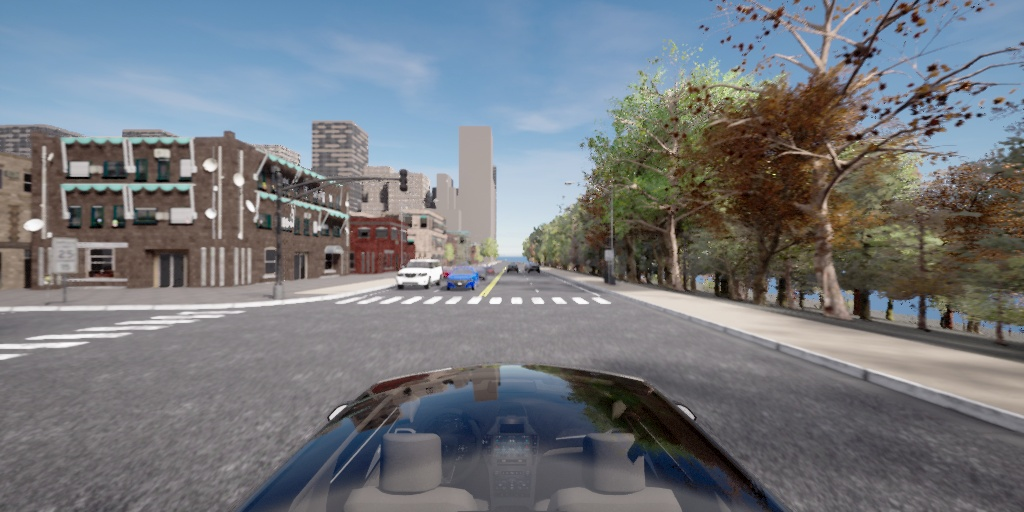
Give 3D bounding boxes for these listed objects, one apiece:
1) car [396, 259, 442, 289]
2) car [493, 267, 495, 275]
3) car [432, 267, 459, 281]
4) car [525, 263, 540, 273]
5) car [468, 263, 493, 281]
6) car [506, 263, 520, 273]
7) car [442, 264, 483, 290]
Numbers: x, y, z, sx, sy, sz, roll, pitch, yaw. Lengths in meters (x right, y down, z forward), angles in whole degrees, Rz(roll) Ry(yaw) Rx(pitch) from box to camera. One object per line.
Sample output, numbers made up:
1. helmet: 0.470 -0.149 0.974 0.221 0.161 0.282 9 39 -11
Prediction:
1. car: -6.576 1.268 26.140 2.150 2.045 5.566 0 -1 2
2. car: -3.333 1.877 48.206 1.994 1.385 4.181 0 -1 0
3. car: -6.599 1.768 36.120 1.895 1.301 4.718 0 -1 0
4. car: 3.352 1.905 55.492 1.837 1.490 4.892 0 -1 0
5. car: -3.349 1.707 35.482 2.033 1.411 5.357 0 -1 0
6. car: 0.105 1.911 55.908 1.837 1.490 4.892 0 -1 0
7. car: -3.353 1.513 25.191 1.882 1.535 5.008 0 -1 -1
